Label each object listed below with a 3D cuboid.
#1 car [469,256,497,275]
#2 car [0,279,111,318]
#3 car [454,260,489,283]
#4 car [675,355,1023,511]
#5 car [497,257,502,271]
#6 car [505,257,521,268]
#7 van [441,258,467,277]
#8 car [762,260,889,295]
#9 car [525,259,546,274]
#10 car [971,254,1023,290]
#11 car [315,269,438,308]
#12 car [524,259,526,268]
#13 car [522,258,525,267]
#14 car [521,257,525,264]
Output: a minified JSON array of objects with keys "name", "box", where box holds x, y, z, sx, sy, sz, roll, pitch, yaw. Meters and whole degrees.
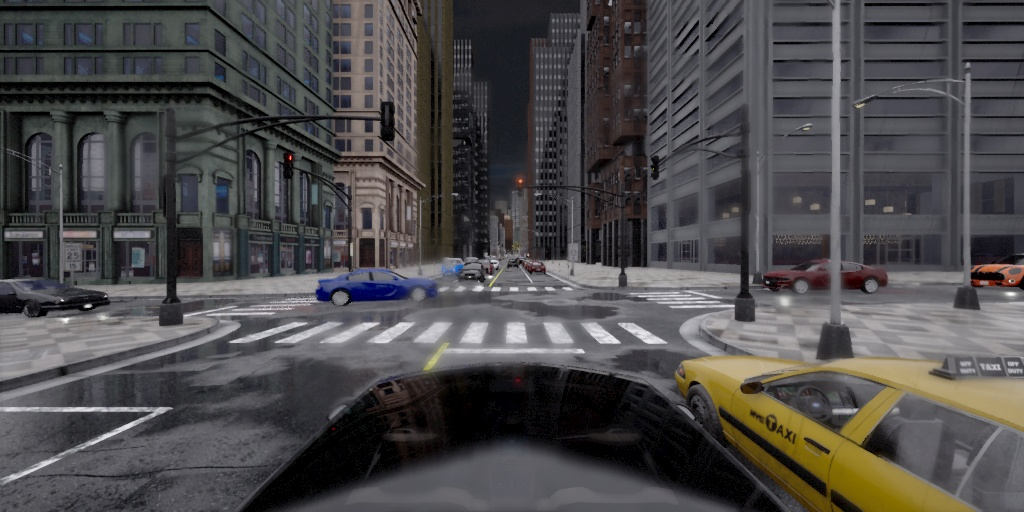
[{"name":"car","box":[-3.060,1.110,38.493,2.097,1.767,4.553,0,0,0]},{"name":"car","box":[-19.184,1.607,14.001,5.357,1.411,2.033,-1,0,0]},{"name":"car","box":[-3.064,1.258,28.222,1.837,1.490,4.892,0,0,0]},{"name":"car","box":[2.769,1.275,2.368,1.751,1.417,4.829,0,0,0]},{"name":"car","box":[-3.037,0.989,51.292,2.150,2.045,5.566,0,0,0]},{"name":"car","box":[0.160,1.279,60.003,1.837,1.490,4.892,0,0,0]},{"name":"van","box":[-5.743,1.097,34.792,1.690,1.789,3.998,0,0,0]},{"name":"car","box":[14.707,0.948,17.036,5.008,1.535,1.882,-1,0,2]},{"name":"car","box":[2.819,1.304,40.290,1.888,1.381,4.507,0,0,0]},{"name":"car","box":[24.629,0.656,16.990,4.553,1.767,2.097,-1,0,0]},{"name":"car","box":[-5.830,1.302,15.790,5.008,1.535,1.882,-1,0,-16]},{"name":"car","box":[2.823,1.308,45.816,1.888,1.381,4.507,0,0,0]},{"name":"car","box":[2.827,1.312,51.341,1.888,1.381,4.507,0,0,0]},{"name":"car","box":[2.832,1.296,57.036,1.751,1.417,4.829,0,0,0]}]
